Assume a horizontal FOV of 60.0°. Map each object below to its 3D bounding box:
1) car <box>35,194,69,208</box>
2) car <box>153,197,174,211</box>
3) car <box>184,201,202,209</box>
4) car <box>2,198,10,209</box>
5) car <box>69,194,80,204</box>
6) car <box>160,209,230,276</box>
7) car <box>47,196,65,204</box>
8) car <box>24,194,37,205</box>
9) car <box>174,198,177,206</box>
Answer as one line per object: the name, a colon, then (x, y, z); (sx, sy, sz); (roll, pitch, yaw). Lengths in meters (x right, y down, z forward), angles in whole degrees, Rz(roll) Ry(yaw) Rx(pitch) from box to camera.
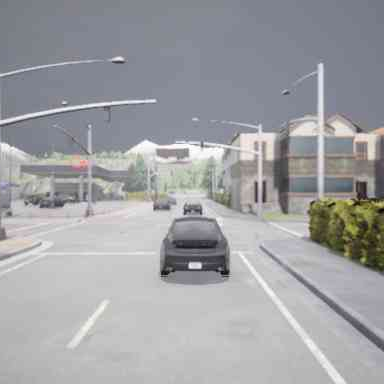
car: (-18.937, 1.469, 45.152); (2.007, 1.523, 4.514); (0, 0, 0)
car: (-3.603, 1.459, 40.385); (1.882, 1.535, 5.008); (0, 0, 0)
car: (0.088, 1.585, 34.872); (1.895, 1.301, 4.718); (0, 0, 0)
car: (-22.578, 1.407, 38.091); (1.970, 1.475, 3.806); (0, 0, 0)
car: (-22.646, 1.240, 63.019); (1.905, 1.878, 3.866); (0, 0, 0)
car: (0.083, 1.500, 10.321); (1.837, 1.490, 4.892); (0, 0, 0)
car: (-25.973, 1.524, 63.621); (1.970, 1.475, 3.806); (0, 0, 0)
car: (-25.909, 1.264, 55.141); (1.932, 1.855, 4.605); (0, 0, 0)
car: (-3.578, 1.539, 55.826); (1.994, 1.385, 4.181); (0, 0, 0)
